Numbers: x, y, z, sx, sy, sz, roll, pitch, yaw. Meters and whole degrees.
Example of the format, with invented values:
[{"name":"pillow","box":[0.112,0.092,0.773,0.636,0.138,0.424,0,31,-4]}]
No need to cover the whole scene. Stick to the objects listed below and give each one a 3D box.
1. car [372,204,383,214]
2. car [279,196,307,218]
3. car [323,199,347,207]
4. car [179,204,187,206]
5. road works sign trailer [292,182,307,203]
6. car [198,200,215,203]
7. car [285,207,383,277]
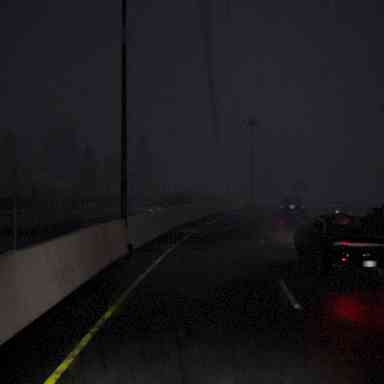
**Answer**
[{"name":"car","box":[8.166,1.168,12.100,2.150,2.045,5.566,0,0,8]},{"name":"car","box":[8.464,1.197,27.910,2.097,1.767,4.553,0,0,18]},{"name":"car","box":[12.647,1.374,29.353,1.812,1.442,4.674,0,0,20]},{"name":"car","box":[-1.880,0.953,40.587,2.150,2.045,5.566,0,0,24]},{"name":"road works sign trailer","box":[17.699,0.166,54.485,2.380,3.560,2.880,0,0,39]},{"name":"car","box":[2.432,1.284,41.787,2.033,1.411,5.357,0,0,25]},{"name":"car","box":[4.416,1.439,10.124,2.128,1.511,4.902,0,0,7]}]
